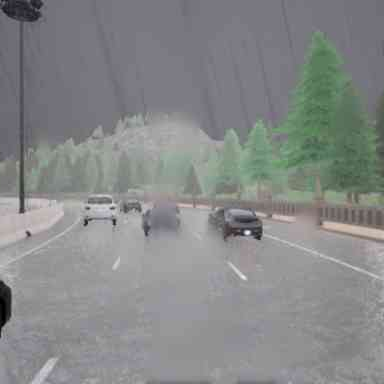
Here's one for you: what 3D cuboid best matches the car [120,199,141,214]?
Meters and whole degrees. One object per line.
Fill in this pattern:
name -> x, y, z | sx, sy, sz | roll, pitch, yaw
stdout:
car -> -6.684, 1.510, 36.045 | 1.837, 1.490, 4.892 | 0, 0, -20

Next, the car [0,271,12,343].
car -> -3.545, 1.234, 2.311 | 2.150, 2.045, 5.566 | 0, 0, -2

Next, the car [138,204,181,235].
car -> -1.869, 1.597, 18.862 | 1.895, 1.301, 4.718 | 0, 0, -11

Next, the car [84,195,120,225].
car -> -6.652, 1.233, 24.307 | 2.150, 2.045, 5.566 | 0, 0, -14

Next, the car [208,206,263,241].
car -> 2.031, 1.487, 16.669 | 1.837, 1.490, 4.892 | 0, 0, -8

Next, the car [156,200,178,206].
car -> -2.784, 1.554, 35.439 | 1.994, 1.385, 4.181 | 0, 0, -19
